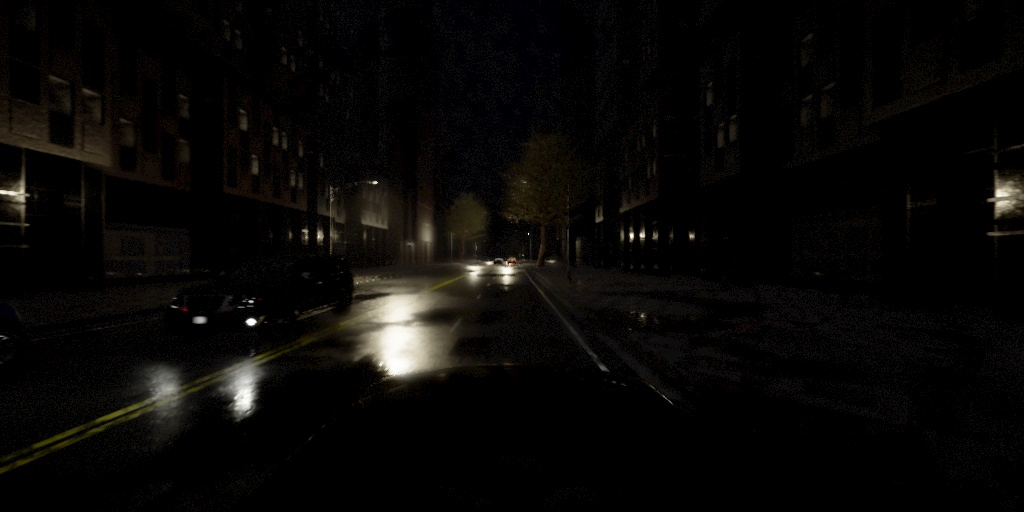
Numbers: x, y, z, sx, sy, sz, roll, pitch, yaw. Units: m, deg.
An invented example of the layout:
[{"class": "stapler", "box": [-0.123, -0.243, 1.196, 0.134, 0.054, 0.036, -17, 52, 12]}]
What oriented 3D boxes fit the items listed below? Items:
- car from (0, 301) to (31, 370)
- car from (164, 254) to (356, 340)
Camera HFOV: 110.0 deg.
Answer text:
[{"class": "car", "box": [-9.824, 1.102, 4.479, 2.097, 1.767, 4.553, 0, 0, 0]}, {"class": "car", "box": [-6.535, 0.970, 10.284, 2.150, 2.045, 5.566, 0, 0, 0]}]
